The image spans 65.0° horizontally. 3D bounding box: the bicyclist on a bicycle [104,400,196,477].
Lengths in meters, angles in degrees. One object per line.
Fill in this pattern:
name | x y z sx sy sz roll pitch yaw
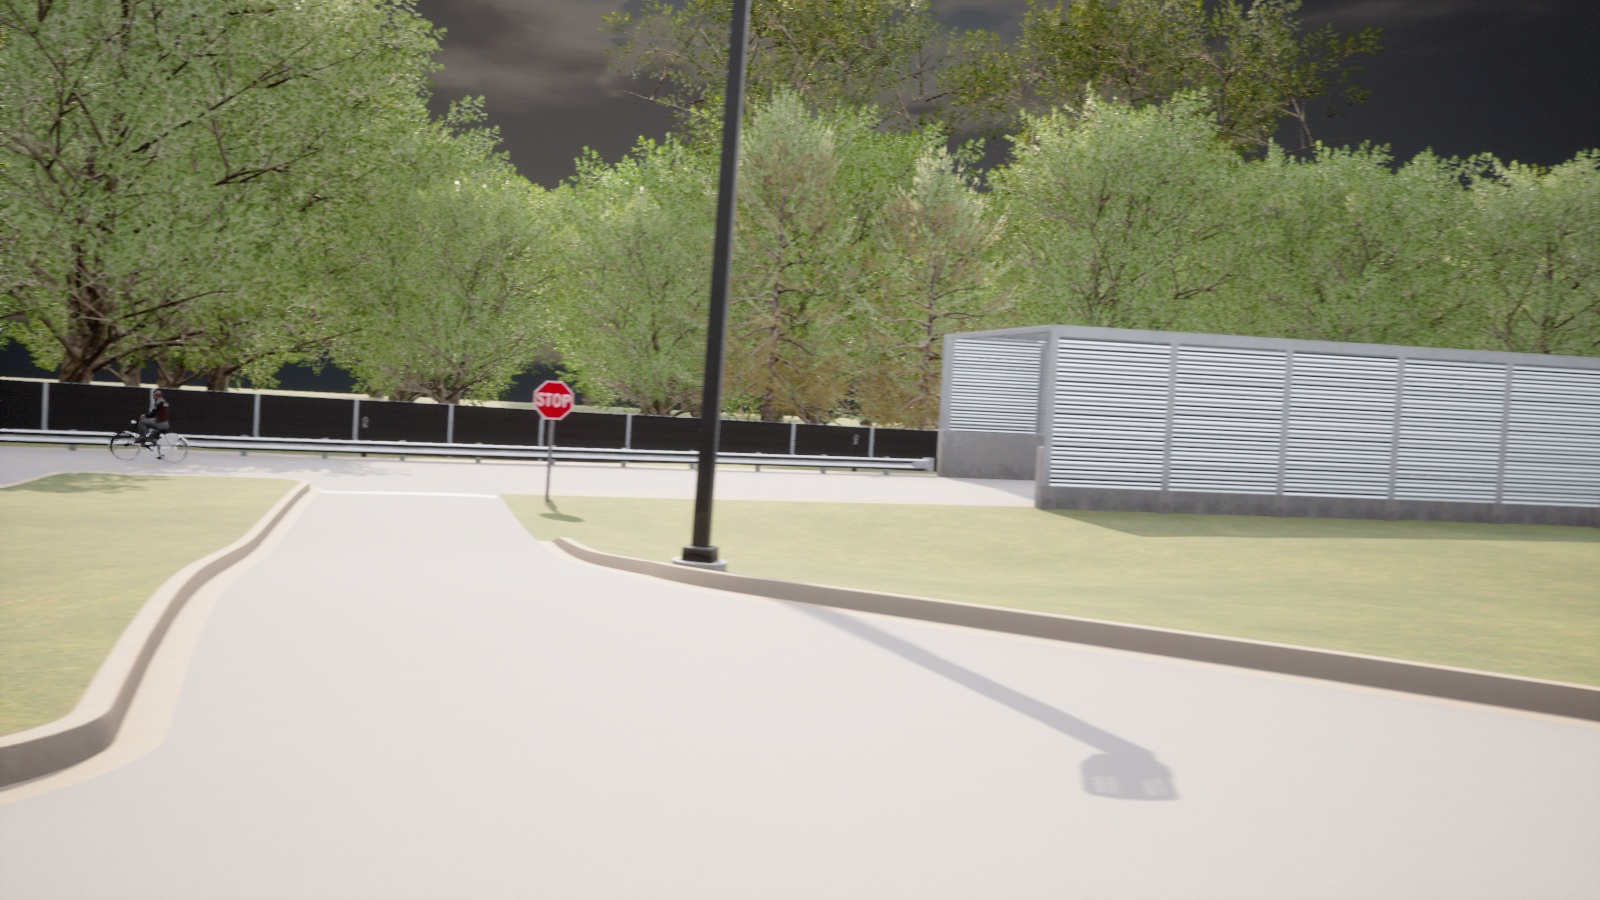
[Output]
bicyclist on a bicycle | -15.718 -0.285 30.379 1.843 1.776 0.659 2 3 -3
